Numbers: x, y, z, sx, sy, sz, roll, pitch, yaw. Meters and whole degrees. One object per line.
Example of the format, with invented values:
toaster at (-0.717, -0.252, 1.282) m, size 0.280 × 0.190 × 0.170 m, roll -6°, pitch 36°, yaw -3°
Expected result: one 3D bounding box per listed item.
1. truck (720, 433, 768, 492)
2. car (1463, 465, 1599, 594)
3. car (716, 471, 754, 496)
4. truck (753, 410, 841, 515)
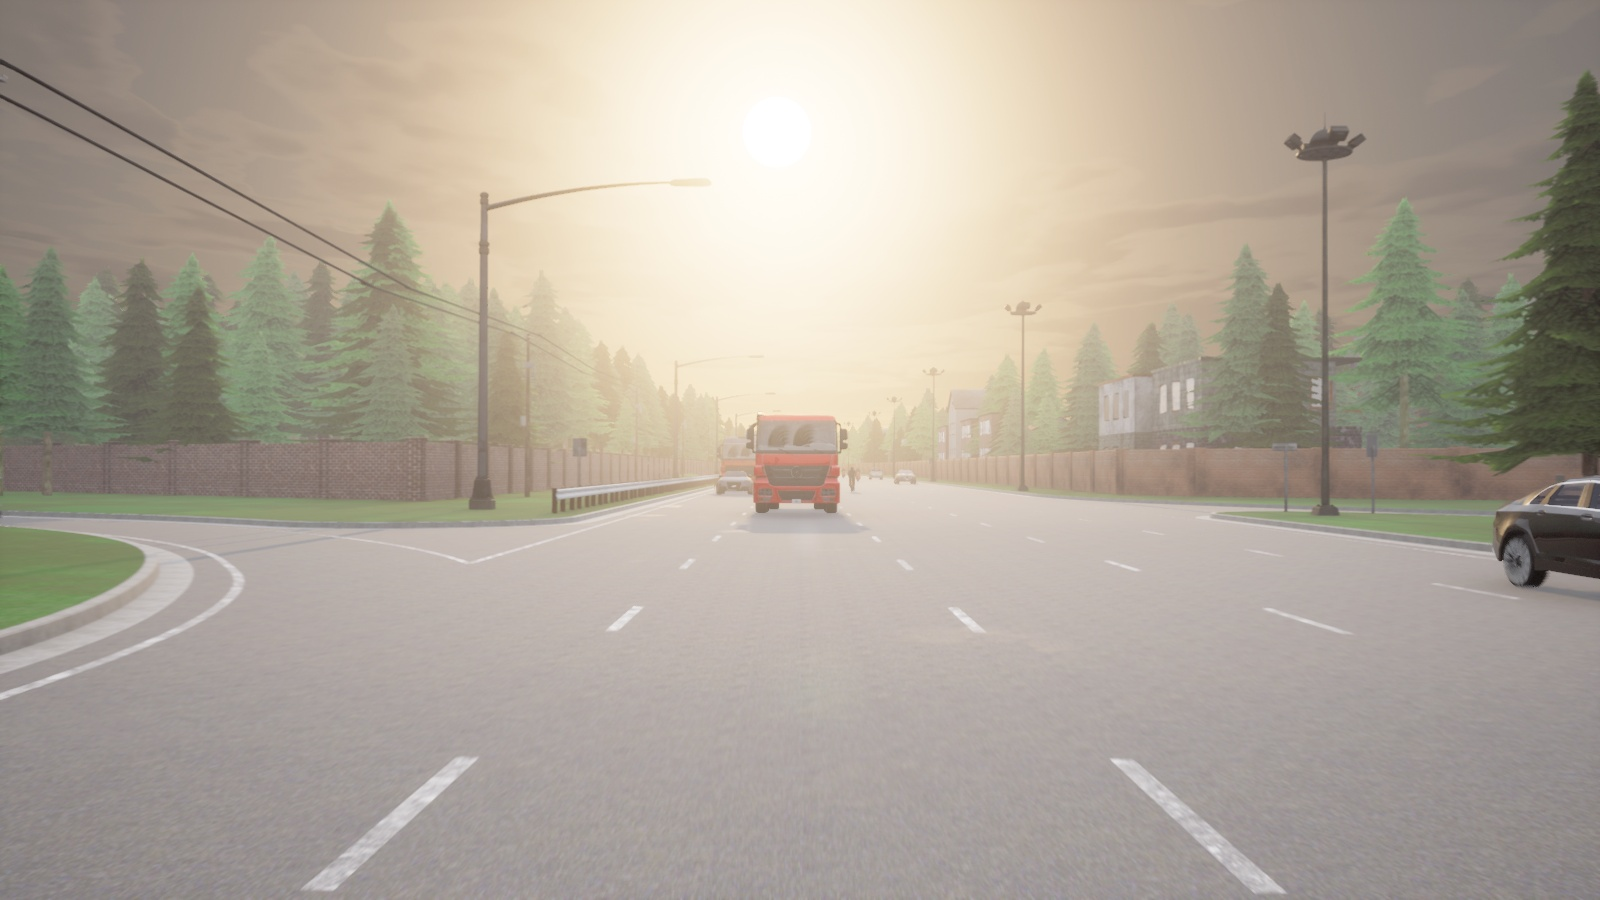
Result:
truck at (-3.707, 0.862, 84.846) m, size 2.891 × 3.827 × 8.468 m, roll 0°, pitch -1°, yaw 0°
car at (10.463, 0.942, 15.335) m, size 2.128 × 1.511 × 4.902 m, roll 0°, pitch -1°, yaw 0°
car at (-3.672, 1.909, 72.022) m, size 1.994 × 1.385 × 4.181 m, roll 0°, pitch -1°, yaw 0°
truck at (-0.112, 0.470, 45.284) m, size 2.891 × 3.462 × 7.936 m, roll 0°, pitch -1°, yaw 0°
